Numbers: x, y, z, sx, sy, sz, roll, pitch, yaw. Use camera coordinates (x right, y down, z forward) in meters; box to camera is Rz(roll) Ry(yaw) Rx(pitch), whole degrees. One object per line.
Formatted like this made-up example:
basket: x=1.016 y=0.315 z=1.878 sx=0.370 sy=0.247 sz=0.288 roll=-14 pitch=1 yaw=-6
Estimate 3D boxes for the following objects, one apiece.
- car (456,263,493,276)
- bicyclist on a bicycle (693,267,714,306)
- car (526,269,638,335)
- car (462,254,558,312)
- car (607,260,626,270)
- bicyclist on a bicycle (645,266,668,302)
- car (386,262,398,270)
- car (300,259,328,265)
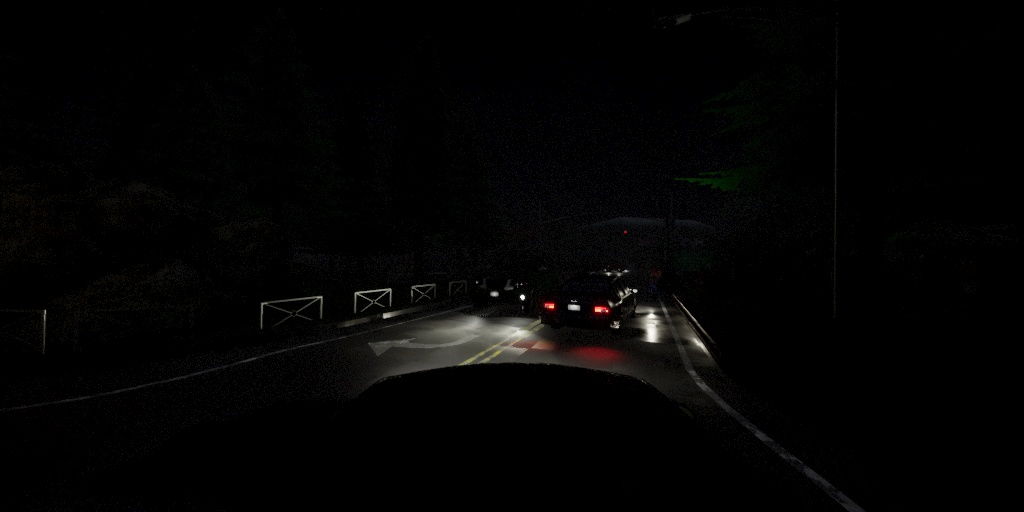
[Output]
car: x=-4.728 y=1.671 z=44.922 sx=4.181 sy=1.385 sz=1.994 roll=1 pitch=-1 yaw=21
bicyclist on a bicycle: x=8.087 y=1.303 z=15.101 sx=1.656 sy=1.620 sz=0.582 roll=1 pitch=0 yaw=-34
car: x=2.447 y=1.250 z=10.358 sx=2.033 sy=1.411 sz=5.357 roll=1 pitch=-1 yaw=25
car: x=0.377 y=0.930 z=14.363 sx=2.150 sy=2.045 sz=5.566 roll=1 pitch=-1 yaw=20
car: x=17.198 y=1.691 z=59.775 sx=2.150 sy=2.045 sz=5.566 roll=1 pitch=-1 yaw=21
bicyclist on a bicycle: x=6.662 y=1.290 z=16.505 sx=1.656 sy=1.620 sz=0.582 roll=1 pitch=-1 yaw=-31
car: x=-15.110 y=1.538 z=48.853 sx=4.181 sy=1.385 sz=1.994 roll=1 pitch=-1 yaw=21
car: x=-29.726 y=1.345 z=55.341 sx=5.357 sy=1.411 sz=2.033 roll=1 pitch=-1 yaw=28
